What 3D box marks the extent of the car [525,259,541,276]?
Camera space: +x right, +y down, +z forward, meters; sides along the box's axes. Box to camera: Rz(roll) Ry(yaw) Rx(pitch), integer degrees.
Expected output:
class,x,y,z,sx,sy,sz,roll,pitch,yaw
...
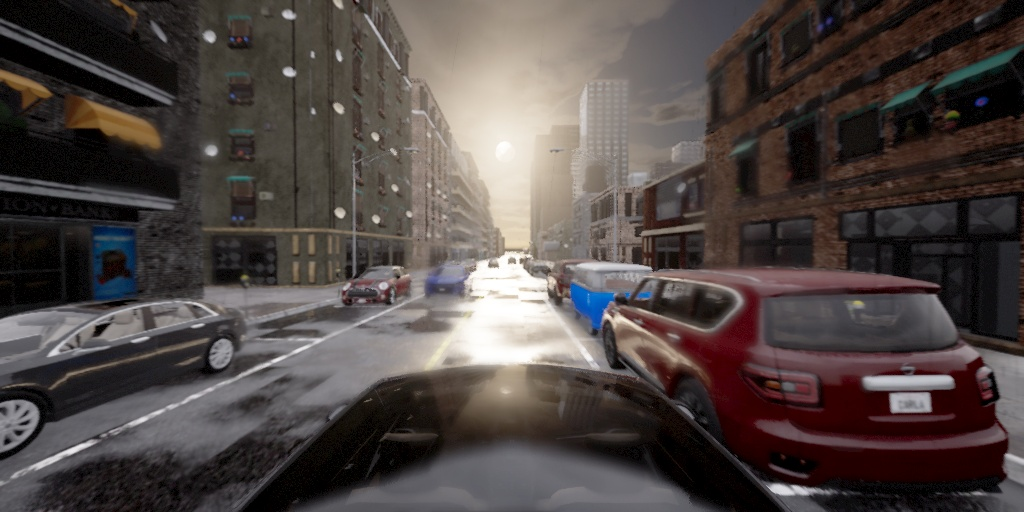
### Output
class,x,y,z,sx,sy,sz,roll,pitch,yaw
car,2.693,1.274,36.736,2.007,1.370,4.403,0,0,0

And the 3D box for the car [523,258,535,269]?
class,x,y,z,sx,sy,sz,roll,pitch,yaw
car,2.660,1.274,42.308,1.948,1.339,4.313,0,0,0

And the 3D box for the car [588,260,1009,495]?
class,x,y,z,sx,sy,sz,roll,pitch,yaw
car,2.689,1.062,4.791,2.192,1.841,5.009,0,0,0

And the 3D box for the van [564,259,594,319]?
class,x,y,z,sx,sy,sz,roll,pitch,yaw
van,2.690,1.083,10.198,1.690,1.789,3.998,0,0,0

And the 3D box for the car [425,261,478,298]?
class,x,y,z,sx,sy,sz,roll,pitch,yaw
car,-3.098,1.212,18.421,1.882,1.535,5.008,0,0,0

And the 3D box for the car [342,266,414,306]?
class,x,y,z,sx,sy,sz,roll,pitch,yaw
car,-5.690,1.177,15.613,1.967,1.591,4.097,0,0,0

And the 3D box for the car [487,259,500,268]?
class,x,y,z,sx,sy,sz,roll,pitch,yaw
car,-3.033,1.235,59.417,2.033,1.411,5.357,0,0,1

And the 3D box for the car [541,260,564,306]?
class,x,y,z,sx,sy,sz,roll,pitch,yaw
car,2.691,1.051,15.606,2.192,1.841,5.009,0,0,0

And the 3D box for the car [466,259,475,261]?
class,x,y,z,sx,sy,sz,roll,pitch,yaw
car,-5.688,1.234,42.089,1.751,1.417,4.829,0,0,0

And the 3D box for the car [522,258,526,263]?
class,x,y,z,sx,sy,sz,roll,pitch,yaw
car,2.660,1.268,47.888,1.948,1.339,4.313,0,0,0

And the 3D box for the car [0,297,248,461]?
class,x,y,z,sx,sy,sz,roll,pitch,yaw
car,-5.691,1.298,4.799,2.007,1.370,4.403,0,0,0

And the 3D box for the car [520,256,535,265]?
class,x,y,z,sx,sy,sz,roll,pitch,yaw
car,2.661,1.010,53.467,2.192,1.841,5.009,0,0,0
